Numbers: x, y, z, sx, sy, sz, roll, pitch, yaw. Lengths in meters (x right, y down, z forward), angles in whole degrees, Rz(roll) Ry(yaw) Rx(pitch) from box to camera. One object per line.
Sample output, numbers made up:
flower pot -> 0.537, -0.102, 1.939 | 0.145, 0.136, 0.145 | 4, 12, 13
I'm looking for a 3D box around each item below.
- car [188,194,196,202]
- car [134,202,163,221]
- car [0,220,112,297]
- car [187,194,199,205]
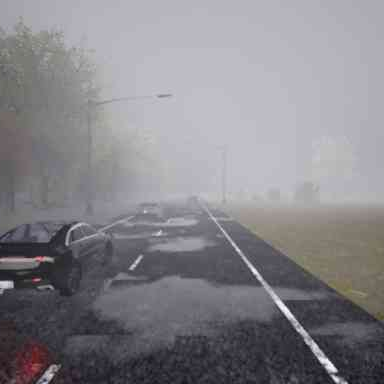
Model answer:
car -> 0.024, 1.287, 73.194 | 1.837, 1.490, 4.892 | 0, 0, 0
car -> -3.392, 1.468, 26.704 | 2.033, 1.411, 5.357 | 0, 0, 0
car -> -3.398, 1.466, 8.480 | 2.128, 1.511, 4.902 | 0, 0, 0
car -> 0.116, 1.316, 54.924 | 1.882, 1.535, 5.008 | 0, 0, 0
